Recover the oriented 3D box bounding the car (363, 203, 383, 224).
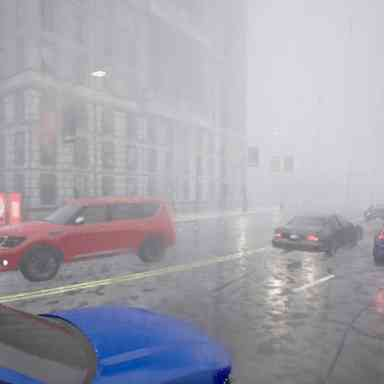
[{"bbox_3d":[14.443,1.590,25.166,1.895,1.301,4.718,0,0,37],"label":"car"}]

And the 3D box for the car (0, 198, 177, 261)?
[{"bbox_3d":[-3.036,1.213,10.114,5.566,2.045,2.150,0,0,-40],"label":"car"}]

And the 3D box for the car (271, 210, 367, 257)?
[{"bbox_3d":[5.073,1.541,13.032,2.033,1.411,5.357,0,0,41],"label":"car"}]

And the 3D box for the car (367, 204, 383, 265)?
[{"bbox_3d":[7.535,1.348,10.819,2.097,1.767,4.553,0,0,42],"label":"car"}]

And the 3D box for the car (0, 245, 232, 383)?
[{"bbox_3d":[-1.942,1.476,2.091,5.008,1.535,1.882,0,0,-34],"label":"car"}]

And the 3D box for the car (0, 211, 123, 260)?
[{"bbox_3d":[-5.079,1.552,13.065,4.181,1.385,1.994,0,0,-41],"label":"car"}]
